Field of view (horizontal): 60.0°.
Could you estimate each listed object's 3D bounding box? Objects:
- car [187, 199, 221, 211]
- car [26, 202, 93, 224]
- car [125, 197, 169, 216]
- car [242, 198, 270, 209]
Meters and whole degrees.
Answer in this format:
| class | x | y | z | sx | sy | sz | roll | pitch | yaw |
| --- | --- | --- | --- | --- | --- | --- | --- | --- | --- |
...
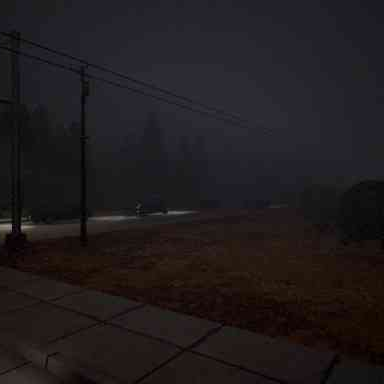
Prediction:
| class | x | y | z | sx | sy | sz | roll | pitch | yaw |
| --- | --- | --- | --- | --- | --- | --- | --- | --- | --- |
| car | 1.523 | 1.510 | 39.971 | 1.895 | 1.301 | 4.718 | 0 | 0 | 37 |
| car | -9.733 | 1.513 | 24.808 | 1.837 | 1.490 | 4.892 | 0 | 0 | 37 |
| car | -4.327 | 1.312 | 32.097 | 2.097 | 1.767 | 4.553 | 0 | 0 | 37 |
| car | 8.395 | 1.466 | 43.049 | 1.895 | 1.301 | 4.718 | 0 | 0 | 37 |
